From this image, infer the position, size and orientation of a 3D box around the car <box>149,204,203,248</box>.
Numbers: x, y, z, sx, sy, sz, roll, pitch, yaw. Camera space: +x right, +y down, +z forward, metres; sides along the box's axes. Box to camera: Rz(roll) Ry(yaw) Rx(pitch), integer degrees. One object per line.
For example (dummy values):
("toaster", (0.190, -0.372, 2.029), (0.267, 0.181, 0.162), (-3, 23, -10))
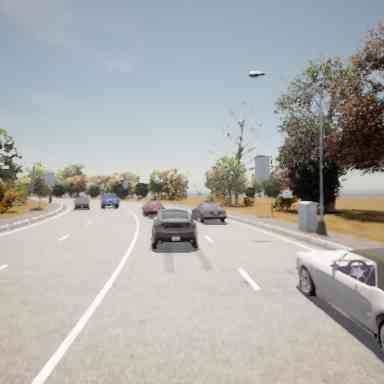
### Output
("car", (-0.852, 1.491, 14.855), (1.837, 1.490, 4.892), (0, 0, -6))

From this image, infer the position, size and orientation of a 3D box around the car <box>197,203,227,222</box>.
("car", (1.208, 1.522, 25.548), (2.033, 1.411, 5.357), (0, 0, -10))

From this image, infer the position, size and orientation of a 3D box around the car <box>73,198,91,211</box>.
("car", (-13.722, 1.450, 41.597), (1.882, 1.535, 5.008), (0, 0, -17))

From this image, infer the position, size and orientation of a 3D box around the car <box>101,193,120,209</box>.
("car", (-11.071, 1.192, 44.885), (2.150, 2.045, 5.566), (0, 0, -18))

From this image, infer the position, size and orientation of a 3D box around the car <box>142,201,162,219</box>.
("car", (-3.746, 1.538, 32.116), (1.994, 1.385, 4.181), (0, 0, -13))

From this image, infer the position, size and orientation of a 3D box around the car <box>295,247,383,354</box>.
("car", (3.377, 1.588, 5.621), (1.895, 1.301, 4.718), (0, 0, -3))
